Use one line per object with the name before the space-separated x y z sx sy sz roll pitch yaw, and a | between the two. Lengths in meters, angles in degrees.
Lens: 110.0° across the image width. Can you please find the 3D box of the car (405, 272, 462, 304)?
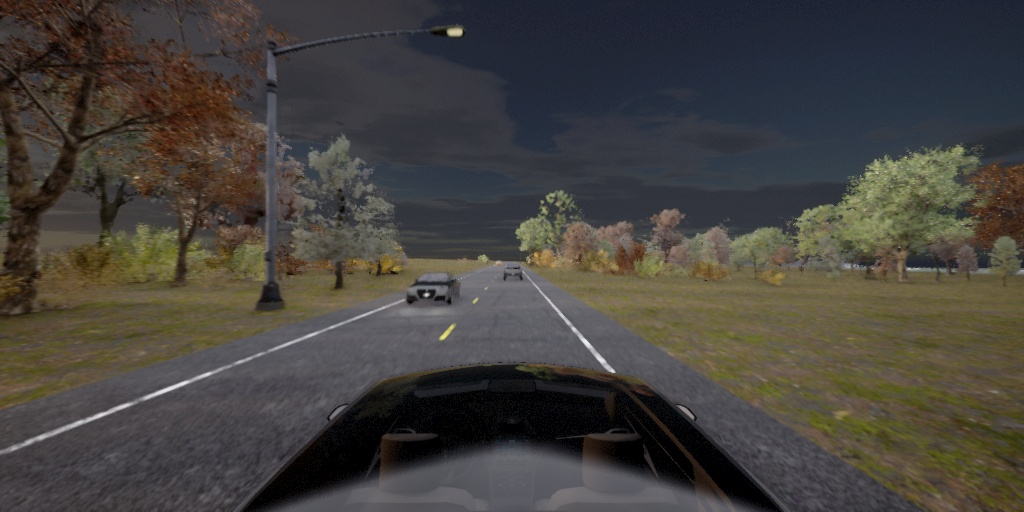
car | -3.593 1.450 17.046 1.994 1.385 4.181 0 0 0

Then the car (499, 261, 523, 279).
car | 0.104 1.539 36.406 2.128 1.511 4.902 0 0 0
